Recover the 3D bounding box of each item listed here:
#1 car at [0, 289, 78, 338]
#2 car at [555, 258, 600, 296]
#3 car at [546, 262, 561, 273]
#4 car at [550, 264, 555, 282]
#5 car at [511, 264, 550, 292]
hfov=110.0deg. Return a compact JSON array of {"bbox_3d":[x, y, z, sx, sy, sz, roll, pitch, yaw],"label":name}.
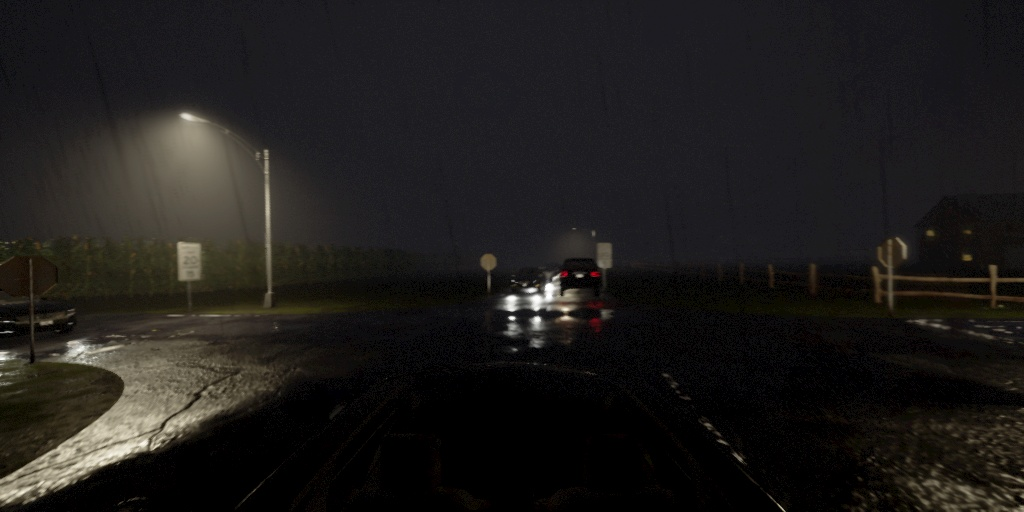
[{"bbox_3d":[-15.804,1.705,10.703,5.008,1.535,1.882,-1,0,10],"label":"car"},{"bbox_3d":[3.900,1.132,20.913,2.150,2.045,5.566,-1,-1,10],"label":"car"},{"bbox_3d":[6.317,1.726,53.806,1.882,1.535,5.008,-1,-1,10],"label":"car"},{"bbox_3d":[2.856,1.677,33.308,1.895,1.301,4.718,-1,-1,10],"label":"car"},{"bbox_3d":[1.195,1.499,23.671,1.837,1.490,4.892,-1,-1,11],"label":"car"}]
